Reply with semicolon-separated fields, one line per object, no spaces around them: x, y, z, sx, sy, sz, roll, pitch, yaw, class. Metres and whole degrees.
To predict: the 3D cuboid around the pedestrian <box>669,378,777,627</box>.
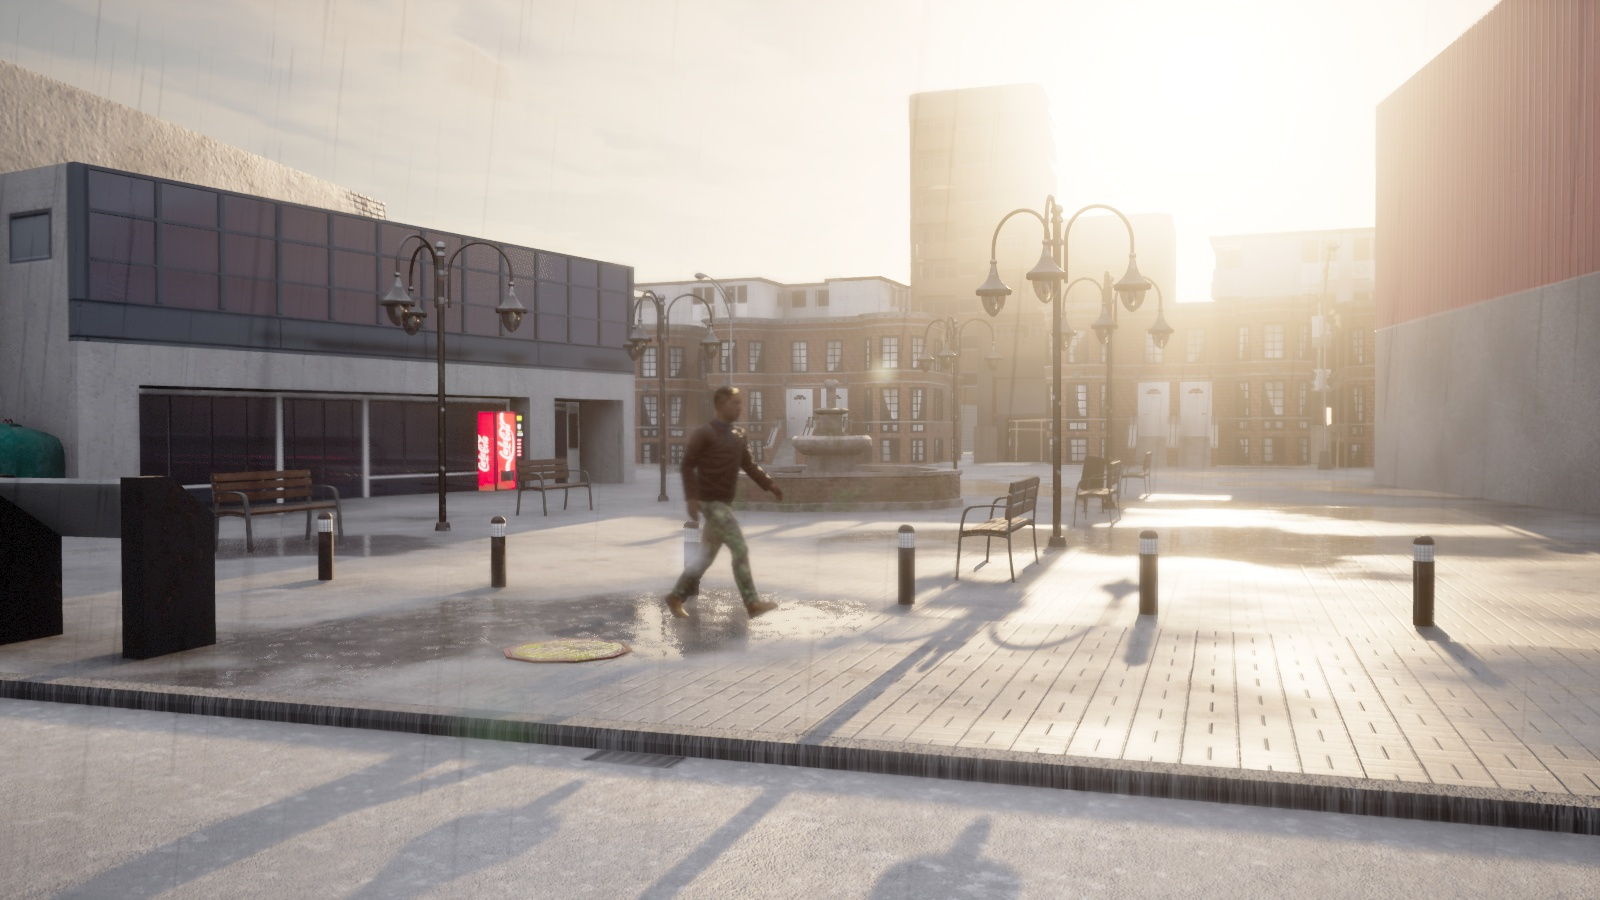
-0.592;0.380;9.634;0.703;1.840;0.431;1;1;31;pedestrian
